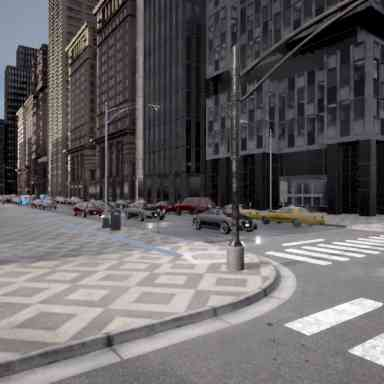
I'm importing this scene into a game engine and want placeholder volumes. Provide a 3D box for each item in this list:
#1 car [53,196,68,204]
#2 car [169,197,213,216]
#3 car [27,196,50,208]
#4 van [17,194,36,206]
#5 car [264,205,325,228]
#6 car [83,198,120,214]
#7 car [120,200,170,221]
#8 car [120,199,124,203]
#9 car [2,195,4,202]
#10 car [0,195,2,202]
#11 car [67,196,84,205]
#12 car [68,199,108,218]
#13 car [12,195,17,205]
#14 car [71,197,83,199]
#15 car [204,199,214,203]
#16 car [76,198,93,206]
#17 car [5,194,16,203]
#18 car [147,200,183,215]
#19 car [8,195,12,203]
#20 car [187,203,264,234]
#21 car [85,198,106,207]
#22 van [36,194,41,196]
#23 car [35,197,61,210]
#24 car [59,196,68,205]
[{"bbox_3d":[-28.860,1.668,72.957,1.967,1.590,4.097,0,0,-35],"label":"car"},{"bbox_3d":[0.254,1.398,31.798,2.192,1.841,5.009,0,0,-35],"label":"car"},{"bbox_3d":[-22.871,1.713,49.727,1.802,1.307,4.206,0,0,-35],"label":"car"},{"bbox_3d":[-29.341,1.505,58.876,1.690,1.788,3.998,0,0,-35],"label":"van"},{"bbox_3d":[6.625,1.578,22.790,1.752,1.417,4.829,0,0,-35],"label":"car"},{"bbox_3d":[-9.956,1.592,36.103,1.837,1.490,4.892,0,0,-35],"label":"car"},{"bbox_3d":[-3.960,1.623,27.616,1.994,1.385,4.181,0,0,-35],"label":"car"},{"bbox_3d":[-9.451,1.680,45.517,2.008,1.369,4.403,0,0,-35],"label":"car"},{"bbox_3d":[-42.281,1.814,77.169,1.802,1.307,4.206,0,0,-35],"label":"car"},{"bbox_3d":[-45.516,1.690,81.743,1.967,1.590,4.097,0,0,-35],"label":"car"},{"bbox_3d":[-22.390,1.634,63.811,1.967,1.590,4.097,0,0,-35],"label":"car"},{"bbox_3d":[-9.931,1.612,31.433,1.887,1.381,4.507,0,0,-35],"label":"car"},{"bbox_3d":[-32.478,1.705,63.310,1.752,1.417,4.829,0,0,-35],"label":"car"},{"bbox_3d":[-17.526,1.654,52.328,1.837,1.490,4.892,0,0,-35],"label":"car"},{"bbox_3d":[3.390,1.593,27.363,1.752,1.417,4.829,0,0,-35],"label":"car"},{"bbox_3d":[-19.155,1.759,59.237,1.802,1.307,4.206,0,0,-35],"label":"car"},{"bbox_3d":[-39.047,1.530,72.597,2.192,1.841,5.009,0,0,-35],"label":"car"},{"bbox_3d":[-2.981,1.643,36.371,1.887,1.381,4.507,0,0,-35],"label":"car"},{"bbox_3d":[-35.811,1.780,68.022,1.802,1.307,4.206,0,0,-35],"label":"car"},{"bbox_3d":[1.826,1.596,19.433,1.994,1.385,4.181,0,0,-35],"label":"car"},{"bbox_3d":[-15.920,1.727,54.664,1.947,1.339,4.313,0,0,-35],"label":"car"},{"bbox_3d":[-38.565,1.622,86.678,1.690,1.788,3.998,0,0,-35],"label":"van"},{"bbox_3d":[-19.636,1.696,45.154,1.802,1.307,4.206,0,0,-35],"label":"car"},{"bbox_3d":[-23.542,1.780,60.830,1.895,1.301,4.718,0,0,-36],"label":"car"}]
